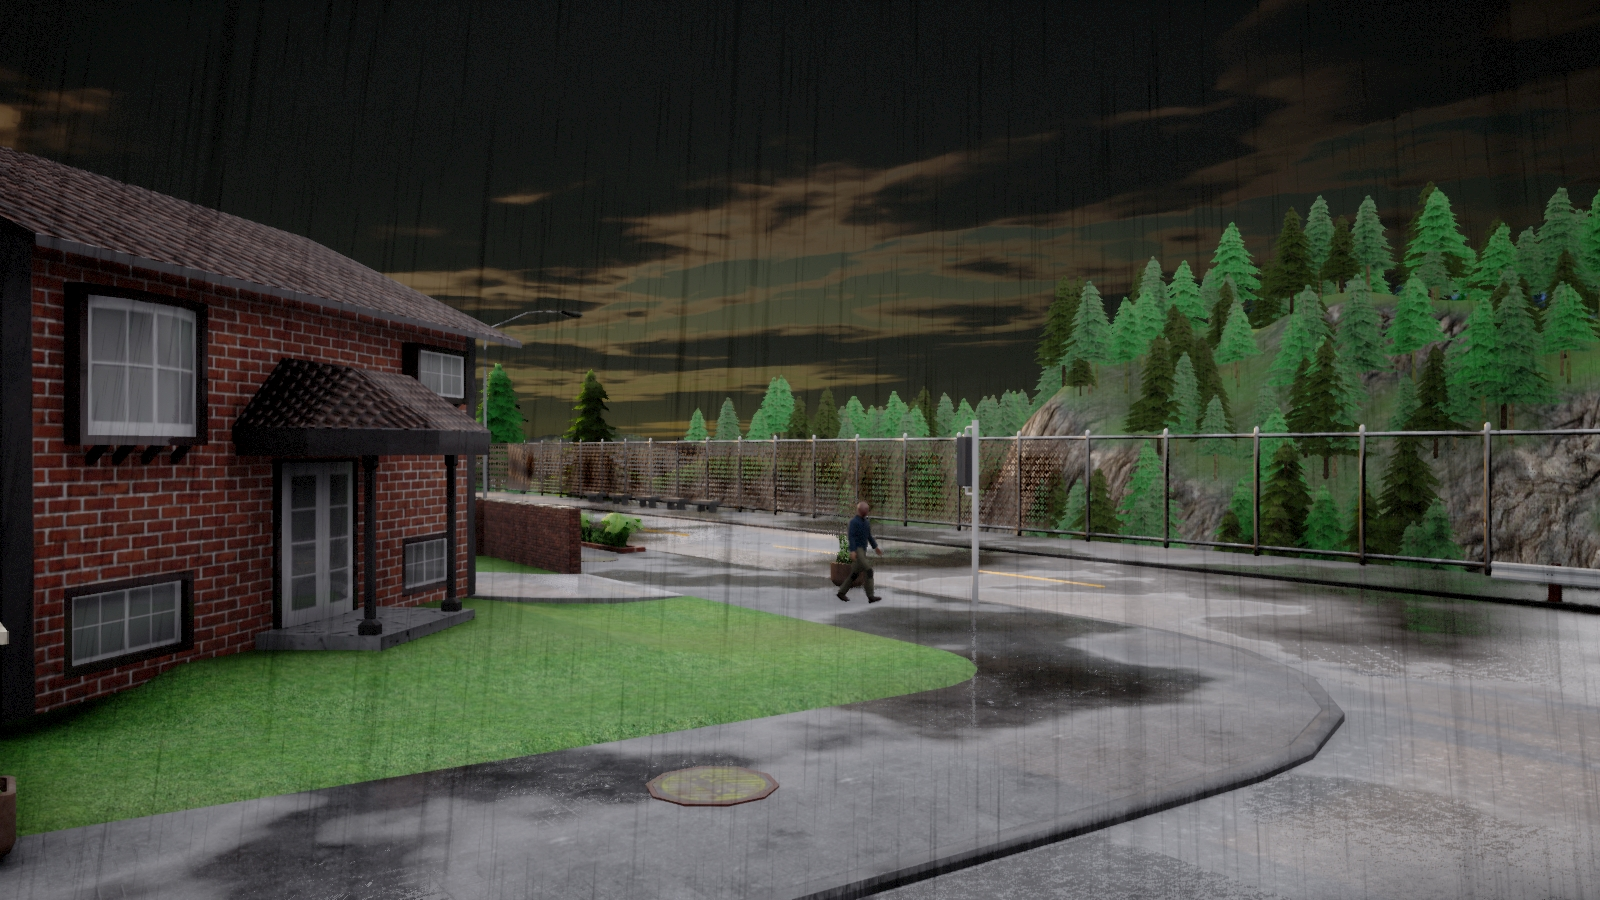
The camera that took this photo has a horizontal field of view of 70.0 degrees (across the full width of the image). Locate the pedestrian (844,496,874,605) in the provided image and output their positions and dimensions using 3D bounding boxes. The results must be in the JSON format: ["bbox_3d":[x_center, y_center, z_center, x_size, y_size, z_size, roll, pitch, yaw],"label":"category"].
[{"bbox_3d":[1.032,1.745,20.021,0.375,1.860,0.375,0,0,34],"label":"pedestrian"}]
